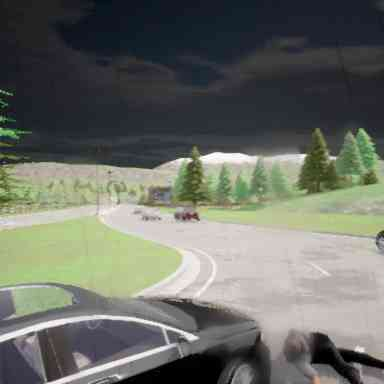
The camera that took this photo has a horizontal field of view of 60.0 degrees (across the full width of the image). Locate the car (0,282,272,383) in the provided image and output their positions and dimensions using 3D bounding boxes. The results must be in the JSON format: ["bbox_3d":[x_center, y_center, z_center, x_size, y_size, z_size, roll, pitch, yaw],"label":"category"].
[{"bbox_3d":[-1.225,1.600,2.899,4.902,1.511,2.128,1,-2,-43],"label":"car"}]

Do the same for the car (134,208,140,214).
[{"bbox_3d":[-10.697,3.793,66.943,1.895,1.301,4.718,0,-2,-10],"label":"car"}]

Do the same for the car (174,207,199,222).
[{"bbox_3d":[-0.723,2.667,41.267,2.097,1.767,4.553,0,-2,-19],"label":"car"}]

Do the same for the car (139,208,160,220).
[{"bbox_3d":[-5.474,2.982,44.718,1.812,1.442,4.674,0,-2,-17],"label":"car"}]

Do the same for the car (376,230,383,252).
[{"bbox_3d":[9.448,1.875,13.386,1.837,1.490,4.892,1,-2,-1],"label":"car"}]
